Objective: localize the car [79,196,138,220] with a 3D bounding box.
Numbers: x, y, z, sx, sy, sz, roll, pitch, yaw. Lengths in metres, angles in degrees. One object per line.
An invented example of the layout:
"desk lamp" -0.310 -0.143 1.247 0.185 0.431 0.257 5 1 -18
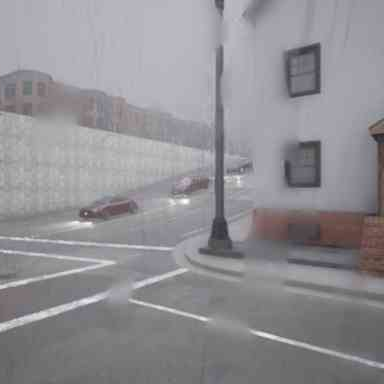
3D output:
"car" -5.728 0.994 23.065 1.994 1.385 4.181 0 6 35

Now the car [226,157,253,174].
"car" 5.669 -3.222 39.236 1.837 1.490 4.892 0 14 35

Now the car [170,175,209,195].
"car" -0.136 -0.770 31.026 1.812 1.442 4.674 0 13 36
